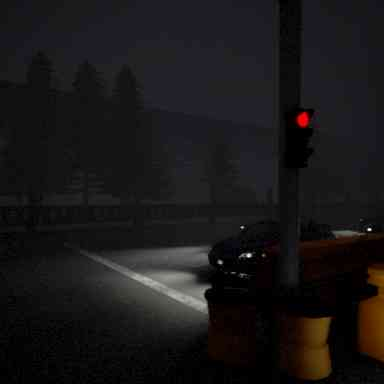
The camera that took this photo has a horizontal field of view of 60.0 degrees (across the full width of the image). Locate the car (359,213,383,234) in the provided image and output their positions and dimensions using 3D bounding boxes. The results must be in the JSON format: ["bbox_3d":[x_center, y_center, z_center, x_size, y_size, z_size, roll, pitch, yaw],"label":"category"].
[{"bbox_3d":[10.065,1.773,15.457,4.718,1.301,1.895,1,0,-35],"label":"car"}]

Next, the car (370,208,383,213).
[{"bbox_3d":[12.755,1.756,21.642,4.674,1.442,1.812,1,0,-36],"label":"car"}]

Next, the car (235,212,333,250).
[{"bbox_3d":[4.452,1.729,15.761,4.718,1.301,1.895,1,0,-35],"label":"car"}]

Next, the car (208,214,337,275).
[{"bbox_3d":[2.651,1.606,10.181,4.674,1.442,1.812,1,0,-35],"label":"car"}]
